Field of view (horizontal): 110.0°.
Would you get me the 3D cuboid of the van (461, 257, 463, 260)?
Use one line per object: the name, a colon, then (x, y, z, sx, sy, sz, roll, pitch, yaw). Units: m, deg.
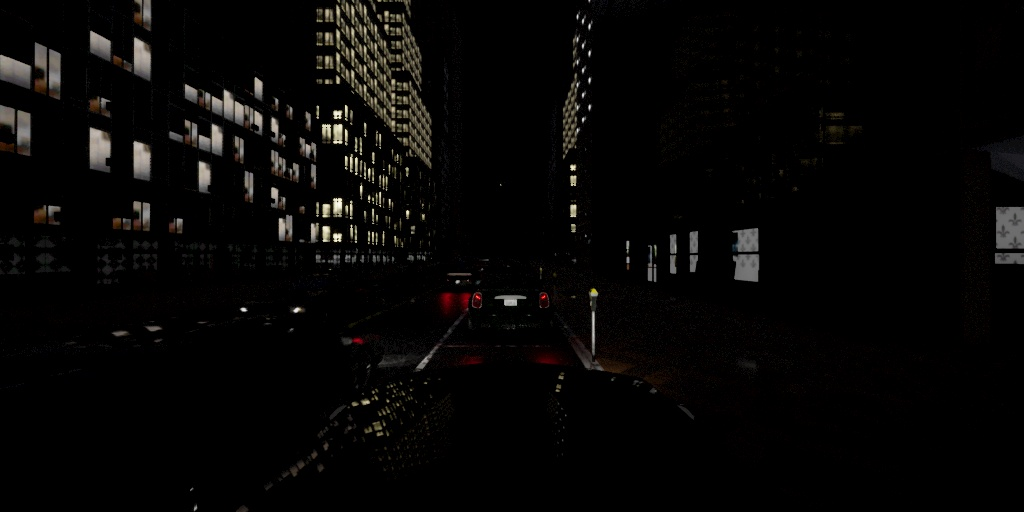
van: (-8.836, 1.064, 57.496, 1.690, 1.789, 3.998, 0, 0, 0)

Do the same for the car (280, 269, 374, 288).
car: (-6.246, 1.296, 11.795, 2.033, 1.411, 5.357, 0, 0, 0)

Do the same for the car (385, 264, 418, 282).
car: (-8.835, 1.325, 29.033, 1.802, 1.307, 4.207, 0, 0, 0)

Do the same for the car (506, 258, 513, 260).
car: (-0.455, 1.298, 46.099, 1.948, 1.339, 4.313, 0, 0, 0)

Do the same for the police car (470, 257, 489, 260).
police car: (-3.145, 1.161, 40.278, 1.930, 1.638, 5.238, 0, 0, 0)

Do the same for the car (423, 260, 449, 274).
car: (-8.836, 1.286, 40.419, 2.007, 1.370, 4.403, 0, 0, 0)

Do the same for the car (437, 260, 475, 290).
car: (-3.045, 1.237, 22.632, 2.128, 1.511, 4.902, 0, 0, 0)

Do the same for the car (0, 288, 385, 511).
car: (-3.046, 1.298, 3.552, 2.033, 1.411, 5.357, 0, 0, 0)

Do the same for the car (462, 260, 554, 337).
car: (-0.033, 1.102, 10.469, 2.097, 1.767, 4.553, 0, 0, 0)

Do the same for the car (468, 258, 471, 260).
car: (-8.836, 1.300, 63.188, 1.802, 1.307, 4.207, 0, 0, 0)

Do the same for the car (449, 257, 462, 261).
car: (-8.836, 1.273, 51.803, 1.888, 1.381, 4.507, 0, 0, 0)
